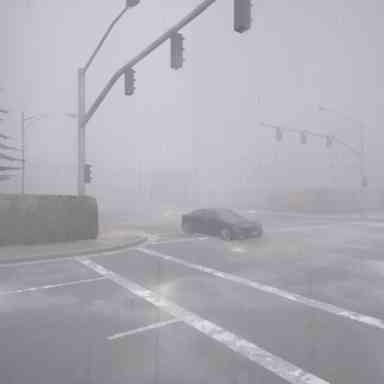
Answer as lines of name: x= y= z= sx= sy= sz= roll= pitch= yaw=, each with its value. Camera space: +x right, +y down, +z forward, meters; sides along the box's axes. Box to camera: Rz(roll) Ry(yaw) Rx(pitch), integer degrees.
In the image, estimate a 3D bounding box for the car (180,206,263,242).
car: x=1.350 y=1.529 z=16.708 sx=1.882 sy=1.535 sz=5.008 roll=0 pitch=1 yaw=-35
